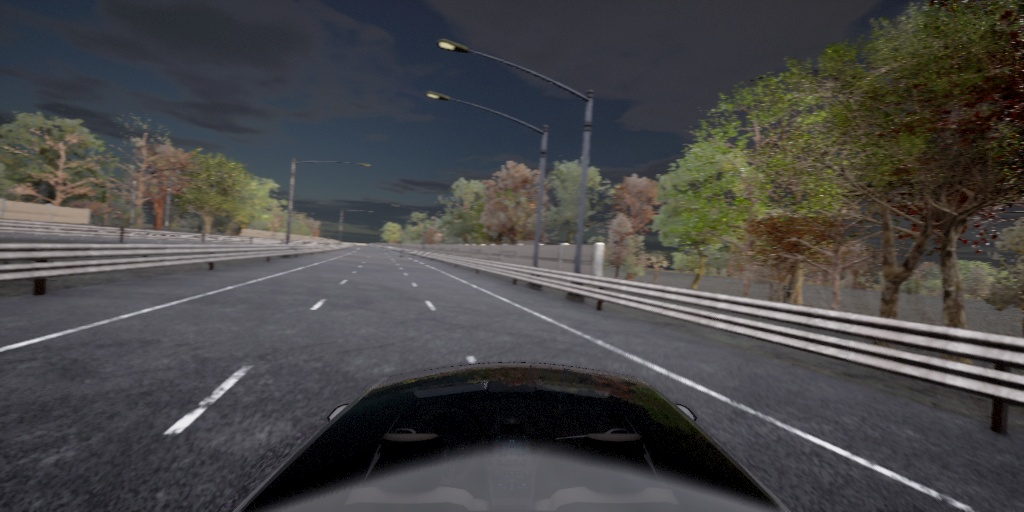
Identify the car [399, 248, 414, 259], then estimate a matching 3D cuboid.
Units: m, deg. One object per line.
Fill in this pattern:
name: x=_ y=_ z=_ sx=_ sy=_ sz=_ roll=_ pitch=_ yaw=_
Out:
car: x=-15.390 y=-0.385 z=52.325 sx=2.128 sy=1.511 sz=4.902 roll=4 pitch=0 yaw=-21
